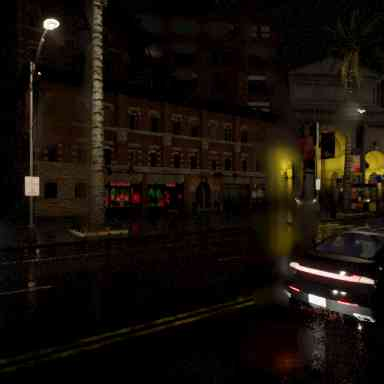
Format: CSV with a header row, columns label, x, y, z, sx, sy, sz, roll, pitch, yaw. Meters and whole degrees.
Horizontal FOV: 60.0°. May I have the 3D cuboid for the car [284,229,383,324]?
label,x,y,z,sx,sy,sz,roll,pitch,yaw
car,3.951,1.492,6.628,4.902,1.511,2.128,0,0,-35
